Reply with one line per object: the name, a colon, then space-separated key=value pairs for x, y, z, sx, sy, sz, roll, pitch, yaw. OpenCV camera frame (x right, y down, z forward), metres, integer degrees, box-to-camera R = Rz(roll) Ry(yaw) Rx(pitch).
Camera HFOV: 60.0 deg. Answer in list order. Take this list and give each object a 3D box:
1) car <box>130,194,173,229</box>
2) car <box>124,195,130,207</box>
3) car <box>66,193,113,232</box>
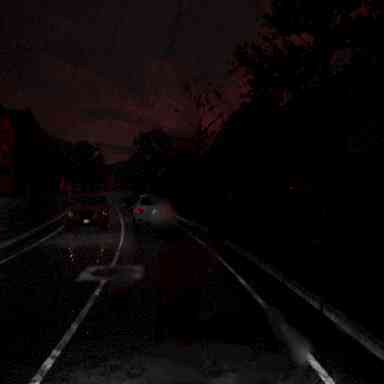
car: x=-2.553 y=1.128 z=20.920 sx=2.150 sy=2.045 sz=5.566 roll=1 pitch=1 yaw=-12
car: x=-7.252 y=1.102 z=40.767 sx=2.033 sy=1.411 sz=5.357 roll=1 pitch=1 yaw=-14
car: x=-5.932 y=1.083 z=19.686 sx=2.150 sy=2.045 sz=5.566 roll=1 pitch=1 yaw=-12
